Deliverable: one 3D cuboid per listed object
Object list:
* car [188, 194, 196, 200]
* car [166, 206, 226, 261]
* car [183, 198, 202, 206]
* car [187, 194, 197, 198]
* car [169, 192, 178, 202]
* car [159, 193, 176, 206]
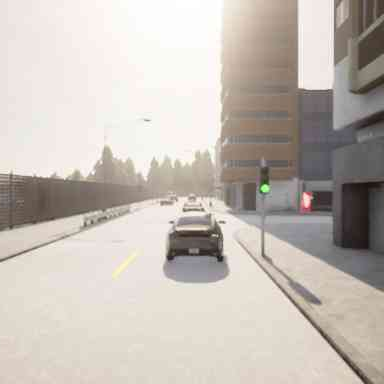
[{"bbox_3d":[0.036,1.234,82.550,1.812,1.442,4.674,0,0,0],"label":"car"},{"bbox_3d":[0.173,1.469,12.124,1.837,1.490,4.892,0,0,3],"label":"car"},{"bbox_3d":[0.102,1.514,30.001,1.895,1.301,4.718,0,0,0],"label":"car"},{"bbox_3d":[0.030,1.289,72.134,1.837,1.490,4.892,0,0,0],"label":"car"},{"bbox_3d":[-3.977,1.027,67.687,2.150,2.045,5.566,0,0,0],"label":"car"},{"bbox_3d":[-4.047,1.374,52.452,1.812,1.442,4.674,0,0,0],"label":"car"}]
